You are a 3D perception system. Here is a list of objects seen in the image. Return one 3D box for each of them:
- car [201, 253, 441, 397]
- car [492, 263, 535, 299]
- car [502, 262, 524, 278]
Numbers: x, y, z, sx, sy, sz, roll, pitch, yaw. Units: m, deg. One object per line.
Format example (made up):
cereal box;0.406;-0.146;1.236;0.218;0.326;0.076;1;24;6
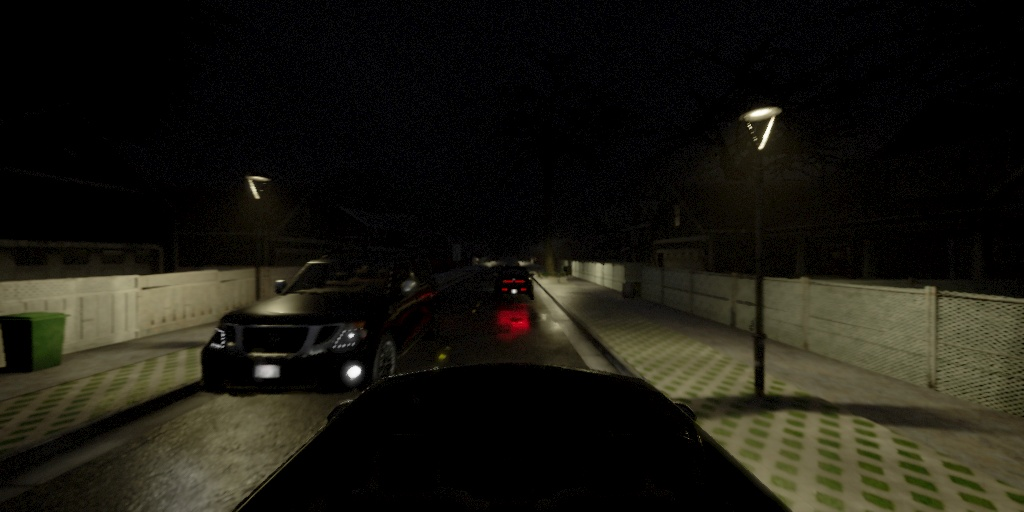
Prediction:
car;-2.851;0.968;6.938;2.150;2.045;5.566;0;1;0
car;0.095;1.258;18.045;1.837;1.490;4.892;0;1;0
car;0.096;1.314;34.803;1.994;1.385;4.181;0;0;0
